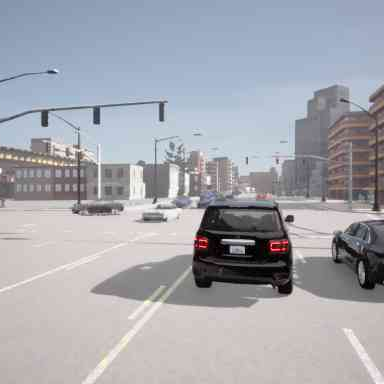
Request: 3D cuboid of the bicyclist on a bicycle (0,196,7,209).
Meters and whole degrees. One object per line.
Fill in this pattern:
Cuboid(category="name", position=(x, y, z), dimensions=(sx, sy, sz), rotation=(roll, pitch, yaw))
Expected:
Cuboid(category="bicyclist on a bicycle", position=(-23.709, 1.303, 41.577), dimensions=(0.582, 1.620, 1.656), rotation=(0, 0, 10))

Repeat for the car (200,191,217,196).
Cuboid(category="car", position=(2.993, 0.796, 65.789), dimensions=(2.150, 2.045, 5.566), rotation=(0, 1, 12))

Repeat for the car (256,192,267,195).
Cuboid(category="car", position=(14.507, 0.824, 69.207), dimensions=(2.097, 1.767, 4.553), rotation=(0, 1, 12))

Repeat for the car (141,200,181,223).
Cuboid(category="car", position=(-2.220, 1.576, 25.551), dimensions=(1.895, 1.301, 4.718), rotation=(0, 0, 14))

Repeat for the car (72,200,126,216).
Cuboid(category="car", position=(-8.880, 1.494, 31.926), dimensions=(4.902, 1.511, 2.128), rotation=(0, 1, -18))

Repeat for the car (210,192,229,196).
Cuboid(category="car", position=(4.874, 1.207, 57.792), dimensions=(1.837, 1.490, 4.892), rotation=(0, 1, 12))

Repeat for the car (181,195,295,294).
Cuboid(category="car", position=(1.566, 1.221, 9.093), dimensions=(2.150, 2.045, 5.566), rotation=(0, 0, 15))

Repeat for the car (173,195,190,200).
Cuboid(category="car", position=(-1.340, 1.254, 44.926), dimensions=(2.097, 1.767, 4.553), rotation=(0, 1, 12))

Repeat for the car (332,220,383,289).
Cuboid(category="car", position=(5.127, 1.505, 8.962), dimensions=(1.837, 1.490, 4.892), rotation=(0, 0, 11))
